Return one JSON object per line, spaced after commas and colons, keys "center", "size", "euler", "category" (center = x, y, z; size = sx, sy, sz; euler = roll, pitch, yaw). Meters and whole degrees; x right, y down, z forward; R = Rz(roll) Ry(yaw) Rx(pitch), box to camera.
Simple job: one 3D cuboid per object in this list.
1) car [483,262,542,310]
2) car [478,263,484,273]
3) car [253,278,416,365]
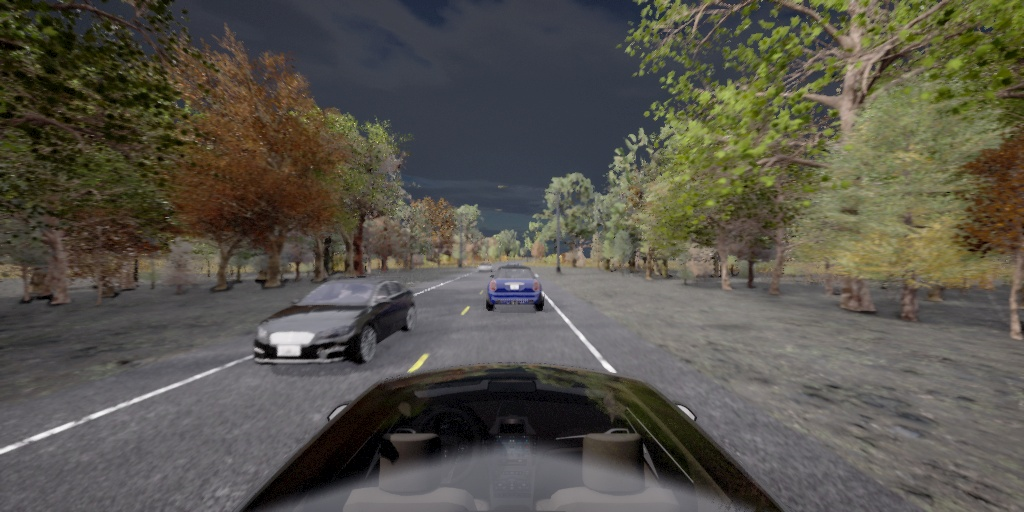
{"center": [0.096, 1.174, 15.261], "size": [2.097, 1.767, 4.553], "euler": [0, 0, 0], "category": "car"}
{"center": [-3.582, 1.606, 49.064], "size": [1.895, 1.301, 4.718], "euler": [0, 0, 0], "category": "car"}
{"center": [-3.601, 1.277, 8.245], "size": [2.128, 1.511, 4.902], "euler": [0, 0, 0], "category": "car"}
